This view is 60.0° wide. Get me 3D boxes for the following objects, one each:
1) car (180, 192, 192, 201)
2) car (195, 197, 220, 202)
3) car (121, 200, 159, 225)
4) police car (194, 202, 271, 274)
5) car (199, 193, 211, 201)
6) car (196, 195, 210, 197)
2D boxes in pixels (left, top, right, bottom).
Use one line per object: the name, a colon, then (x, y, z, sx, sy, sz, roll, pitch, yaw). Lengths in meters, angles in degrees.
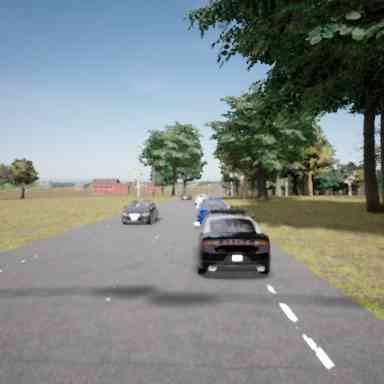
car: (-1.040, 0.848, 62.476, 2.128, 1.511, 4.902, 0, 1, 5)
car: (1.270, 1.278, 20.256, 1.882, 1.535, 5.008, 0, 1, 1)
car: (-3.314, 1.272, 21.934, 2.128, 1.511, 4.902, 0, 1, 2)
police car: (1.092, 1.326, 10.405, 1.930, 1.638, 5.238, 0, 1, 1)
car: (2.520, 0.954, 63.039, 1.895, 1.301, 4.718, 0, 1, 5)
car: (1.443, 1.245, 26.231, 1.837, 1.490, 4.892, 0, 1, 2)
